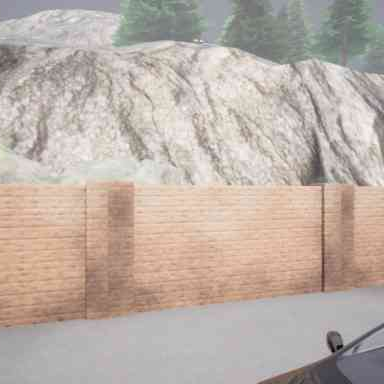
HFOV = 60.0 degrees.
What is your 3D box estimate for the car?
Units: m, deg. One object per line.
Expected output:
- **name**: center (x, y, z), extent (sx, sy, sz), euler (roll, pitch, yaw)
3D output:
- **car**: center (2.100, 1.492, 1.946), extent (4.902, 1.511, 2.128), euler (0, 0, -19)
